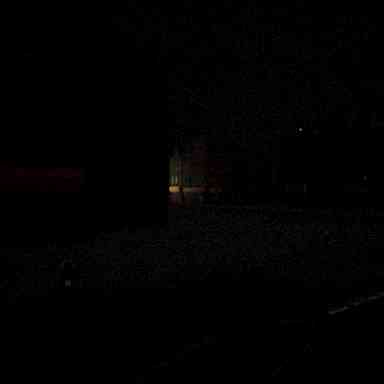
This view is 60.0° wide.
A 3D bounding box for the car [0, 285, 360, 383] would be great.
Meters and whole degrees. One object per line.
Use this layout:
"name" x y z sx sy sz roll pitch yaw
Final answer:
"car" -0.452 1.565 2.481 4.313 1.339 1.947 0 1 -35
